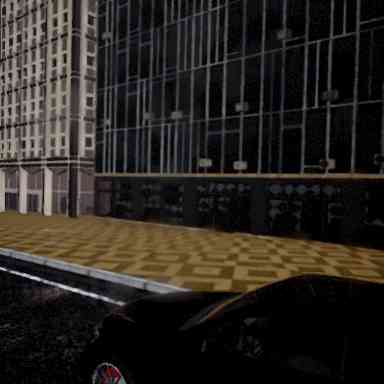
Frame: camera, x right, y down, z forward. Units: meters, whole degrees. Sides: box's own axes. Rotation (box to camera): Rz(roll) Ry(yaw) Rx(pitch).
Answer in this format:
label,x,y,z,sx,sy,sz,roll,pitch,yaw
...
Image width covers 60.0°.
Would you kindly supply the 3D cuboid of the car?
label,x,y,z,sx,sy,sz,roll,pitch,yaw
car,1.013,1.518,2.962,4.674,1.442,1.812,1,0,36
